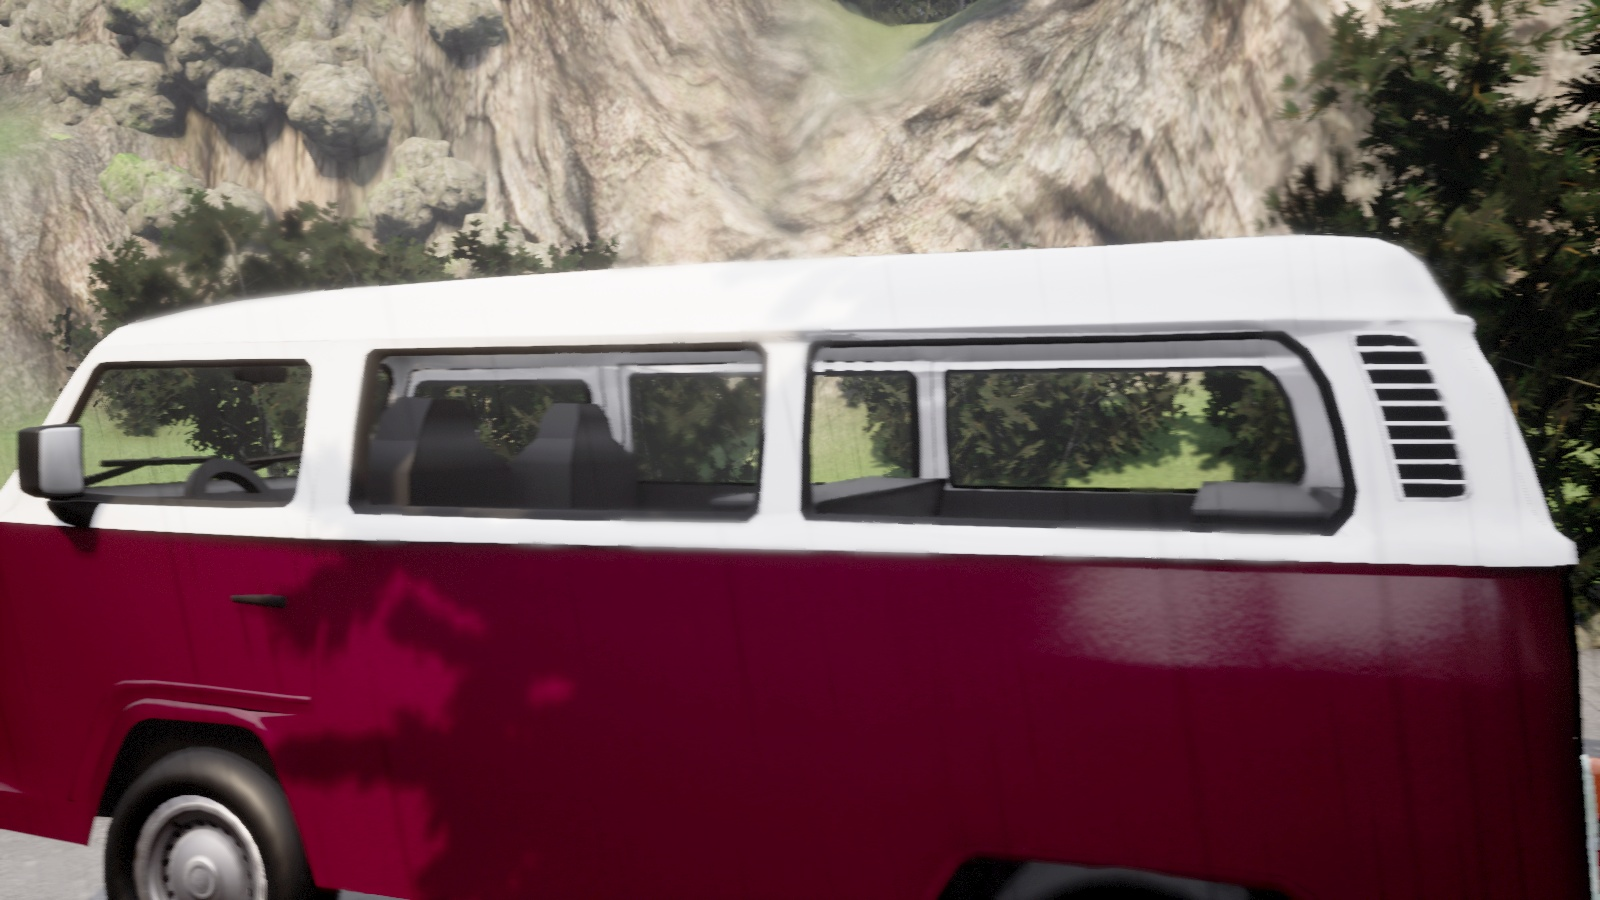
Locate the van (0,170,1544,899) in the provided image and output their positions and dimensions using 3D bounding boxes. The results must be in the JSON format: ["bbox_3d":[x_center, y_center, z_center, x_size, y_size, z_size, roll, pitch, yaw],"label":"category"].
[{"bbox_3d":[-0.516,0.481,3.889,4.480,2.038,2.069,1,1,19],"label":"van"}]
